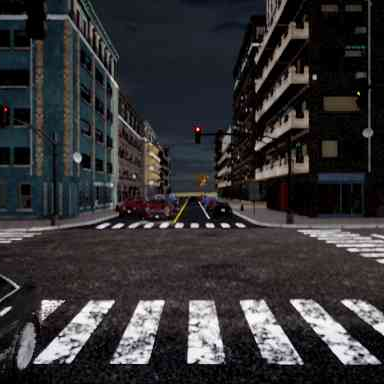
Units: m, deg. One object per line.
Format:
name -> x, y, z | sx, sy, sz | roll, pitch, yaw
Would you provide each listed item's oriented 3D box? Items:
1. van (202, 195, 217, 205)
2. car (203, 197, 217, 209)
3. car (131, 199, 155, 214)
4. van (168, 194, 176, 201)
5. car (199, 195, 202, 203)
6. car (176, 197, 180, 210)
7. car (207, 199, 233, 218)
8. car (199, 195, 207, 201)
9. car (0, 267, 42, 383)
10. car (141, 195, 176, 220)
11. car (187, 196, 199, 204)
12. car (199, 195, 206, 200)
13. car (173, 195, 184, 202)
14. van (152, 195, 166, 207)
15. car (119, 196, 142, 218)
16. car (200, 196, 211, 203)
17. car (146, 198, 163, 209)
van -> 2.688, 1.332, 46.850 | 1.690, 1.788, 3.998 | 0, 0, 0
car -> 2.673, 1.575, 41.298 | 1.802, 1.307, 4.206 | 0, 0, 0
car -> -5.222, 1.540, 35.766 | 1.887, 1.381, 4.507 | 0, 0, 0
van -> -5.091, 1.306, 85.734 | 1.690, 1.788, 3.998 | 0, 0, 0
car -> 2.717, 1.425, 57.954 | 1.967, 1.590, 4.097 | 0, 0, 0
car -> -2.751, 1.486, 38.032 | 2.128, 1.511, 4.902 | 0, 0, 0
car -> 2.644, 1.564, 30.194 | 1.947, 1.339, 4.313 | 0, 0, 0
car -> 2.789, 1.510, 85.714 | 1.887, 1.381, 4.507 | 0, 0, 0
car -> -2.838, 1.504, 2.662 | 1.837, 1.490, 4.892 | 2, 0, -4
car -> -2.745, 1.350, 28.191 | 2.097, 1.767, 4.553 | 0, 0, 0
car -> 0.256, 1.488, 60.718 | 1.837, 1.490, 4.892 | 0, 0, 0
car -> 2.803, 1.504, 91.267 | 1.887, 1.381, 4.507 | 0, 0, 0
car -> -2.583, 1.231, 64.488 | 1.895, 1.301, 4.718 | 0, 0, 0
van -> -5.178, 1.329, 52.422 | 1.690, 1.788, 3.998 | 0, 0, 0
car -> -5.236, 1.313, 30.214 | 2.192, 1.841, 5.009 | 0, 0, 0
car -> 2.746, 1.529, 69.058 | 2.008, 1.369, 4.403 | 0, 0, 0
car -> -5.192, 1.535, 46.870 | 1.887, 1.381, 4.507 | 0, 0, 0
